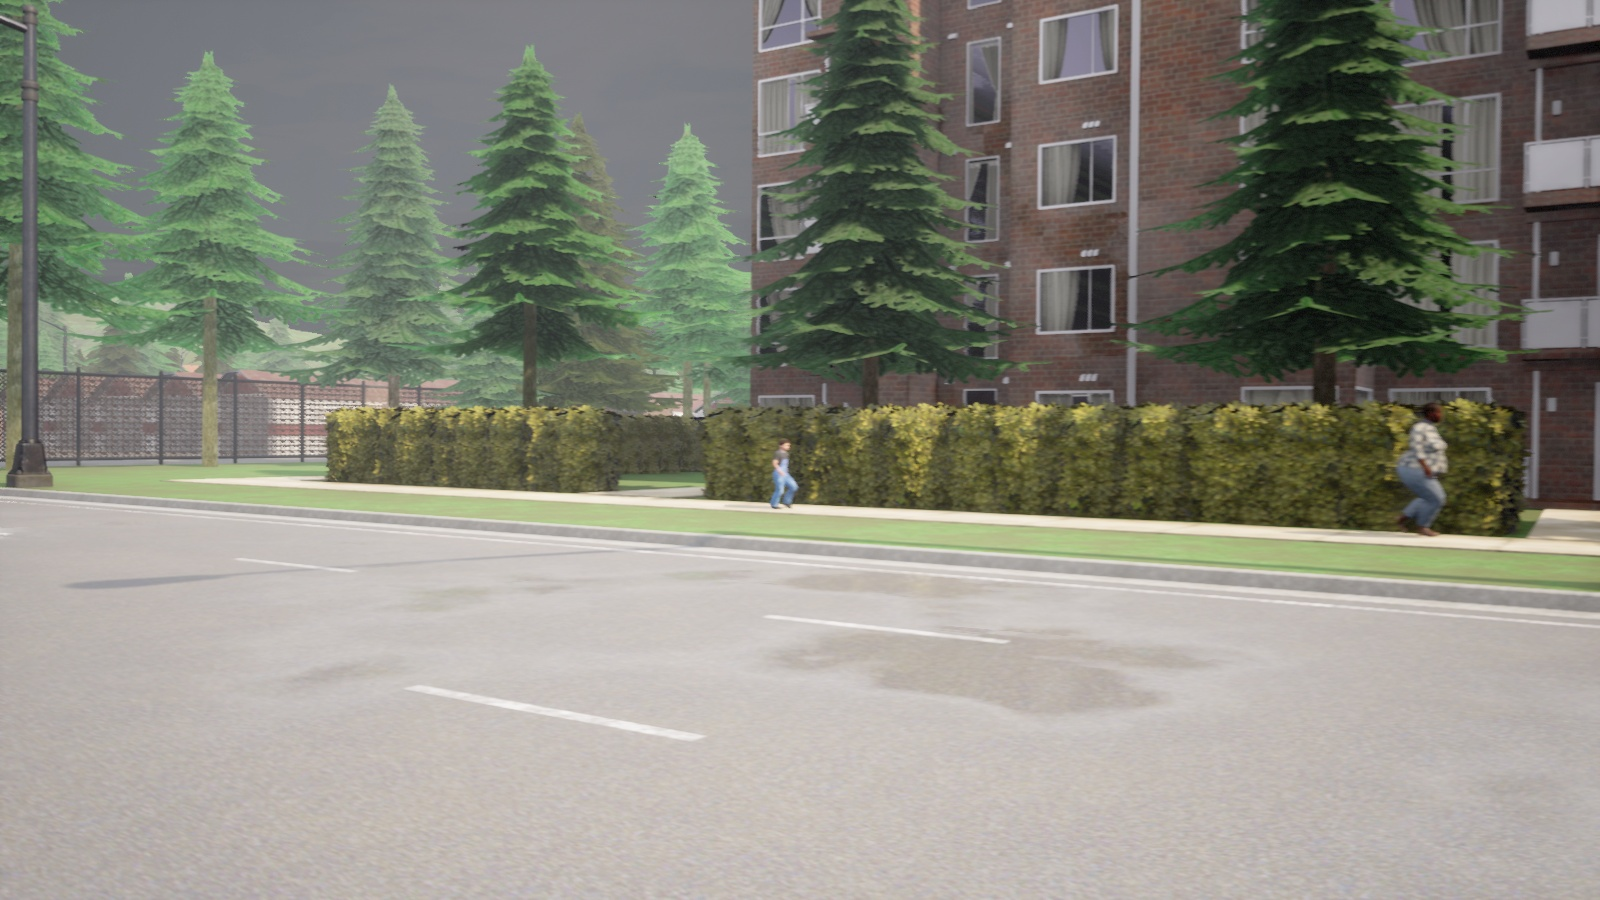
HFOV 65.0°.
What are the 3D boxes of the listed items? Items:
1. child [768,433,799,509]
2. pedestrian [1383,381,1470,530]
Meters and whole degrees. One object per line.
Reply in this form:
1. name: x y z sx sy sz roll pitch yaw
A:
1. child: -0.278 0.353 21.249 0.437 1.263 0.270 0 1 33
2. pedestrian: 8.117 0.065 16.266 0.900 1.855 0.874 0 1 34
